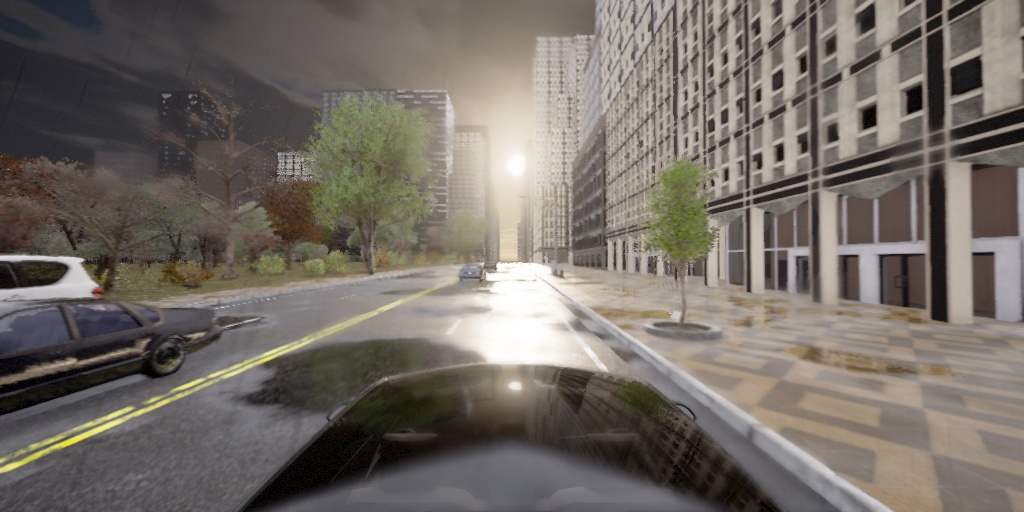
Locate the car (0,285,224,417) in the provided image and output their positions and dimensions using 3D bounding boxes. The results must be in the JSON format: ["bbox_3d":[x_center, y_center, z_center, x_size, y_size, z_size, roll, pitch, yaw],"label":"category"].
[{"bbox_3d":[-6.598,1.300,4.646,2.033,1.411,5.357,0,0,0],"label":"car"}]

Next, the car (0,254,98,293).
[{"bbox_3d":[-9.846,0.975,5.357,2.150,2.045,5.566,0,0,0],"label":"car"}]

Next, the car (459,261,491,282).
[{"bbox_3d":[-3.161,1.352,29.398,2.033,1.411,5.357,0,0,0],"label":"car"}]

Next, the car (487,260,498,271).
[{"bbox_3d":[-3.171,1.396,53.287,2.128,1.511,4.902,0,0,0],"label":"car"}]
